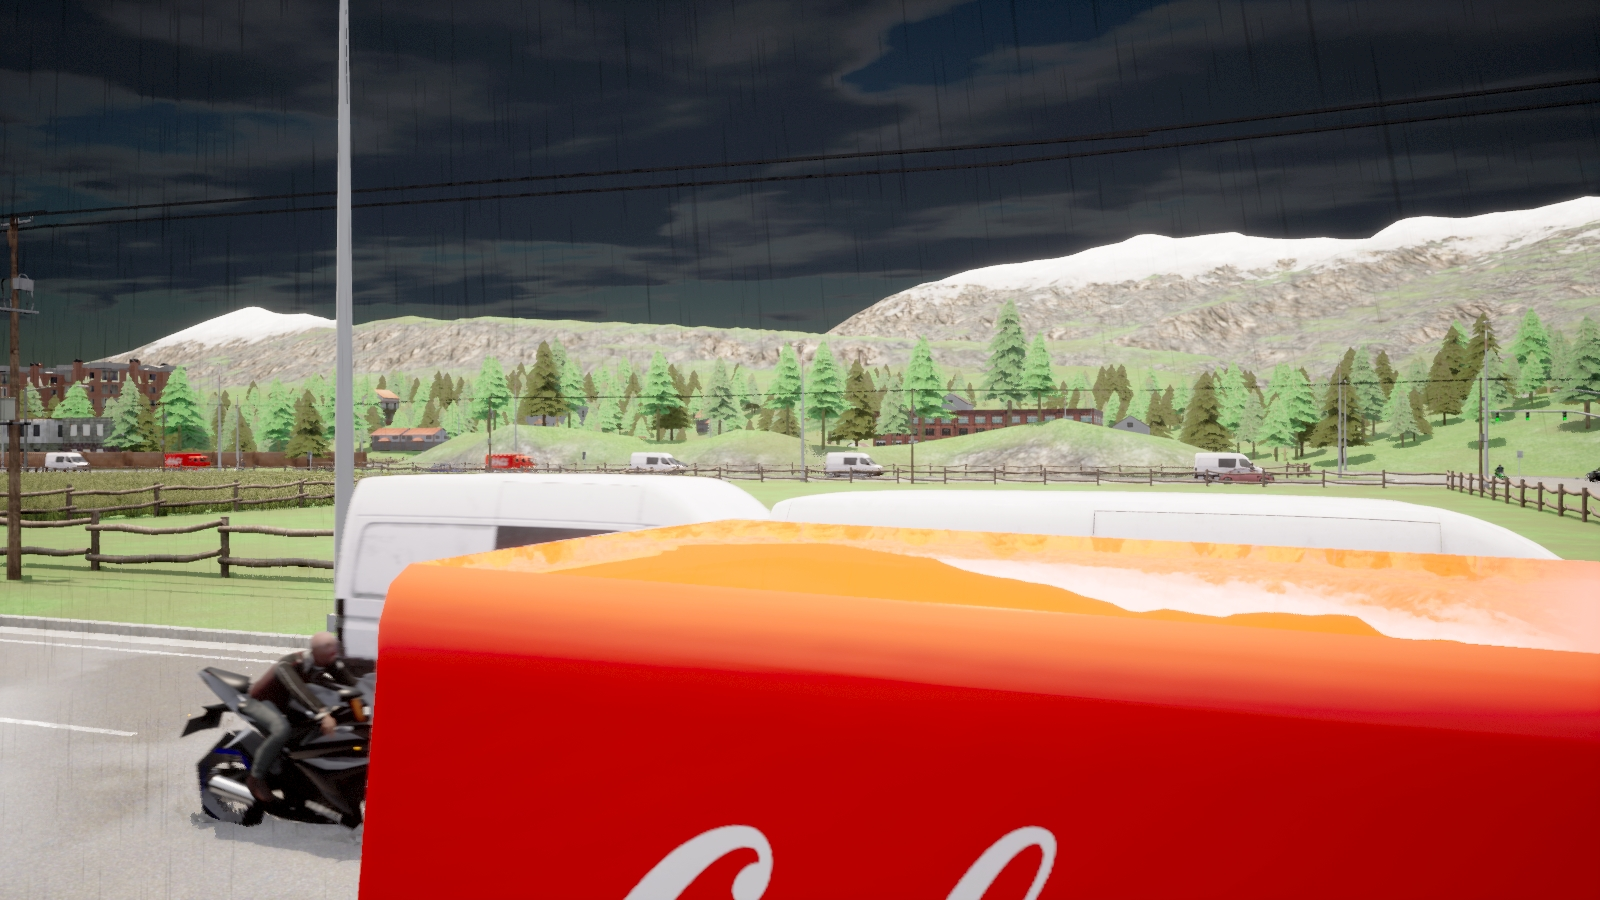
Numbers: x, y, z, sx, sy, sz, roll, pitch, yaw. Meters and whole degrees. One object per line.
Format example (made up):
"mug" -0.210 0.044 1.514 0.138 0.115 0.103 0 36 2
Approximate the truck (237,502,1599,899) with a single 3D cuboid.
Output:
"truck" 1.674 1.541 2.760 5.204 2.467 2.627 2 1 21

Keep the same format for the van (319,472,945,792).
"van" -1.691 1.538 11.359 5.915 2.561 1.988 0 0 20

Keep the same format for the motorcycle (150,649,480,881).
"motorcycle" -3.518 2.209 8.302 2.209 1.251 0.867 0 0 20

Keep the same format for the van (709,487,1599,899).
"van" 2.633 1.535 6.060 5.915 2.561 1.988 0 0 20
